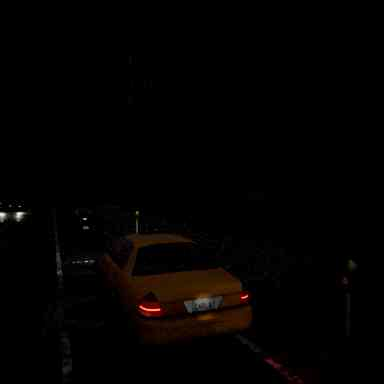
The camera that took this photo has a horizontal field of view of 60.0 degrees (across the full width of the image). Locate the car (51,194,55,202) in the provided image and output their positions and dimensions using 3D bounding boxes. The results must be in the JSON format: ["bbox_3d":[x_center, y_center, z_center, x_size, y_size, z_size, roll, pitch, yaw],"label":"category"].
[{"bbox_3d":[-31.891,1.470,79.418,1.967,1.590,4.097,0,0,-24],"label":"car"}]

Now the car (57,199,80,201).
[{"bbox_3d":[-10.416,1.567,28.851,1.947,1.339,4.313,0,0,-23],"label":"car"}]

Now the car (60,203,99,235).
[{"bbox_3d":[-6.151,1.552,18.660,2.008,1.369,4.403,0,0,-23],"label":"car"}]

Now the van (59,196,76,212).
[{"bbox_3d":[-14.681,1.343,39.042,1.690,1.788,3.998,0,0,-23],"label":"van"}]

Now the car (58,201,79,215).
[{"bbox_3d":[-8.283,1.552,23.755,2.008,1.369,4.403,0,0,-23],"label":"car"}]

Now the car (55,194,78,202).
[{"bbox_3d":[-12.549,1.317,33.946,2.192,1.841,5.009,0,0,-23],"label":"car"}]

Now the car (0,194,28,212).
[{"bbox_3d":[-21.156,1.228,39.315,2.150,2.045,5.566,0,0,-22],"label":"car"}]

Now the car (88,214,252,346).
[{"bbox_3d":[-0.844,1.457,6.737,1.801,1.575,5.366,0,0,-23],"label":"car"}]
